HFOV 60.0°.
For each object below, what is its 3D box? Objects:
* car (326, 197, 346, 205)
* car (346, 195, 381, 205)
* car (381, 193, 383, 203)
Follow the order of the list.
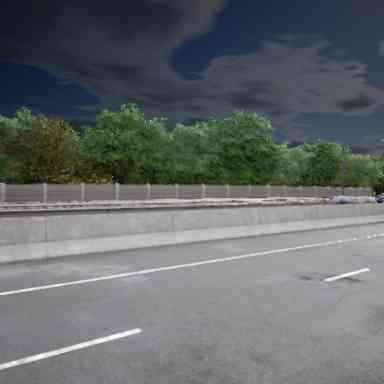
[{"bbox_3d":[21.847,1.490,49.493,4.674,1.442,1.812,0,0,-35],"label":"car"},{"bbox_3d":[24.217,1.489,46.885,4.674,1.442,1.812,0,0,-35],"label":"car"},{"bbox_3d":[34.507,1.175,58.396,5.566,2.045,2.150,0,0,-35],"label":"car"}]
